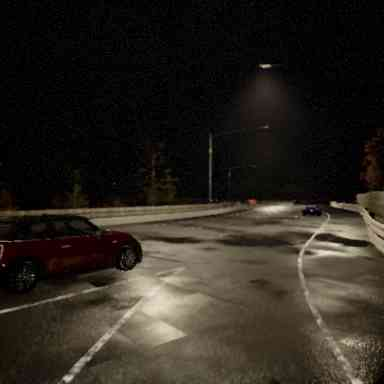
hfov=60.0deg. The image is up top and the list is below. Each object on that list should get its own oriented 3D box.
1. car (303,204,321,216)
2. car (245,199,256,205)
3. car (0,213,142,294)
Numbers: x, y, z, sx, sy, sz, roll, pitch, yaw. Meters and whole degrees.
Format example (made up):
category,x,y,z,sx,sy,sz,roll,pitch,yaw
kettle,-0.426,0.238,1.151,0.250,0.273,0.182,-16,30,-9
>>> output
category,x,y,z,sx,sy,sz,roll,pitch,yaw
car,14.720,2.179,40.791,1.994,1.385,4.181,0,-1,22
car,15.296,2.508,87.344,2.097,1.767,4.553,1,-1,-3
car,-3.555,1.426,9.332,2.097,1.767,4.553,0,-1,39
